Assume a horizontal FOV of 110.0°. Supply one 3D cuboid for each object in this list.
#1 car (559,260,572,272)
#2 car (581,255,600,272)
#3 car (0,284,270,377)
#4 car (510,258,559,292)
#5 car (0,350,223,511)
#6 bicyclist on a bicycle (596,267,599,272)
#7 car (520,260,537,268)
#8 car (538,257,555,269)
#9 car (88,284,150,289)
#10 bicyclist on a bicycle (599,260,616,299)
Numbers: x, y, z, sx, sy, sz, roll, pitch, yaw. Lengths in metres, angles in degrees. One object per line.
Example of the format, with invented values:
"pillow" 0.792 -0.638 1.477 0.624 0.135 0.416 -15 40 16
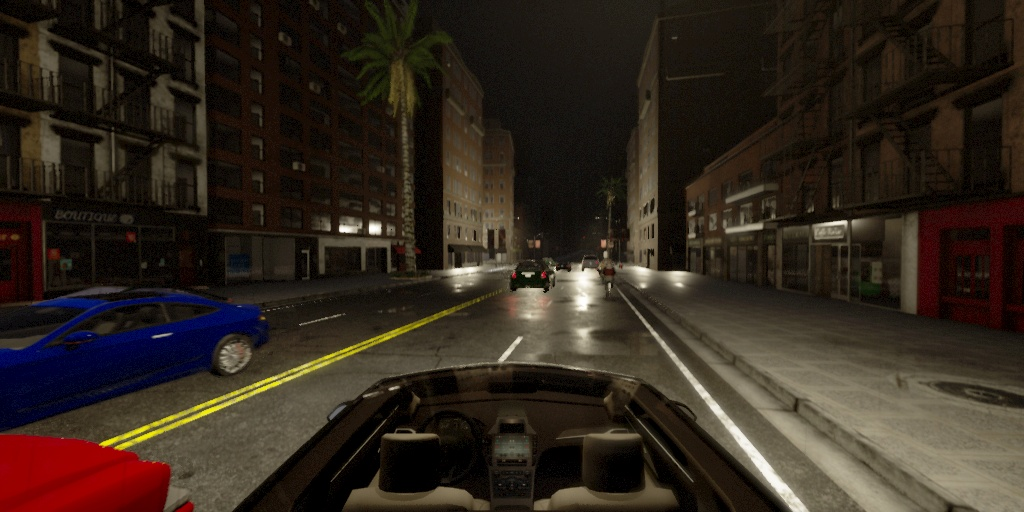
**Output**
"car" 6.470 1.256 44.741 2.033 1.411 5.357 0 0 12
"car" 9.970 0.931 45.596 2.150 2.045 5.566 0 0 12
"car" -5.718 1.270 4.854 1.812 1.442 4.674 0 0 12
"car" 1.316 1.064 20.997 2.097 1.767 4.553 0 0 12
"car" -3.219 1.356 0.102 1.895 1.301 4.718 0 0 12
"bicyclist on a bicycle" 6.558 1.145 25.969 0.866 1.612 1.509 0 0 12
"car" 2.779 1.313 59.052 1.895 1.301 4.718 0 0 13
"car" 5.393 1.062 55.856 2.097 1.767 4.553 0 0 13
"car" -8.432 1.302 7.676 1.994 1.385 4.181 0 0 12
"bicyclist on a bicycle" 4.543 1.088 16.797 0.659 1.776 1.843 0 0 12
